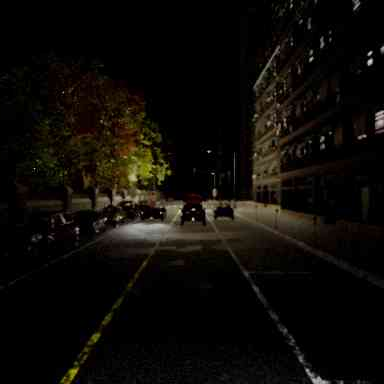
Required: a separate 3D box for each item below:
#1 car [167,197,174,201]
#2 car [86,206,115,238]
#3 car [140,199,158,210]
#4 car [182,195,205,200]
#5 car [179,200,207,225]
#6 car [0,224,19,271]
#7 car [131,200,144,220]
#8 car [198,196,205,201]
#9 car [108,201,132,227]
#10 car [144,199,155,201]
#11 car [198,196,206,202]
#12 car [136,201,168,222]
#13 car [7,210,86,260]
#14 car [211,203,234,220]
[{"bbox_3d":[-5.717,1.890,89.109,1.802,1.307,4.206,0,0,0],"label":"car"},{"bbox_3d":[-5.694,1.634,17.865,1.802,1.307,4.206,0,0,0],"label":"car"},{"bbox_3d":[-5.832,1.686,45.558,1.887,1.381,4.507,0,0,0],"label":"car"},{"bbox_3d":[0.077,1.343,38.975,2.150,2.045,5.566,0,0,0],"label":"car"},{"bbox_3d":[0.082,1.580,24.896,1.837,1.490,4.892,0,0,0],"label":"car"},{"bbox_3d":[-5.690,1.585,6.788,1.947,1.339,4.313,0,0,0],"label":"car"},{"bbox_3d":[-5.697,1.527,28.943,1.967,1.590,4.097,0,0,0],"label":"car"},{"bbox_3d":[2.661,1.899,94.744,1.947,1.339,4.313,0,0,0],"label":"car"},{"bbox_3d":[-5.696,1.594,23.234,1.752,1.417,4.829,0,0,0],"label":"car"},{"bbox_3d":[-5.779,1.673,40.018,2.008,1.369,4.403,0,0,0],"label":"car"},{"bbox_3d":[2.663,1.875,89.112,1.947,1.339,4.313,0,0,0],"label":"car"},{"bbox_3d":[-3.109,1.684,27.772,1.895,1.301,4.718,0,0,0],"label":"car"},{"bbox_3d":[-5.691,1.476,12.327,1.967,1.590,4.097,0,0,0],"label":"car"},{"bbox_3d":[2.682,1.638,28.948,2.008,1.369,4.403,0,0,0],"label":"car"}]
